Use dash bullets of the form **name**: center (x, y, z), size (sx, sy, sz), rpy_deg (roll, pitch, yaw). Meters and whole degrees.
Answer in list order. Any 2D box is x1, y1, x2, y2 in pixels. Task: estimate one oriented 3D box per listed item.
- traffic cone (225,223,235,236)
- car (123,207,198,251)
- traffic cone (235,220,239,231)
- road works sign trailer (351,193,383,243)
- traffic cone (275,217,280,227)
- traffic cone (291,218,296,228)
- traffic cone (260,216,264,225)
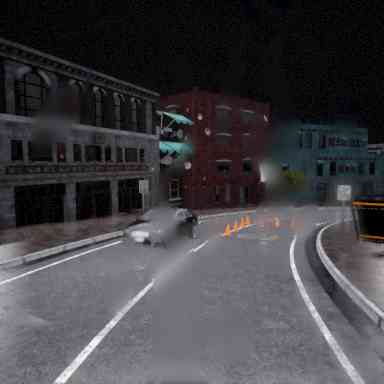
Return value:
- **traffic cone**: center (1.845, 1.904, 16.996), size (0.340, 0.580, 0.340), rpy_deg (2, 0, 19)
- **car**: center (-1.127, 1.402, 14.044), size (2.128, 1.511, 4.902), rpy_deg (1, 1, 18)
- **traffic cone**: center (2.495, 1.903, 18.887), size (0.340, 0.580, 0.340), rpy_deg (2, 1, 19)
- **road works sign trailer**: center (7.117, 1.155, 10.558), size (3.560, 2.380, 2.880), rpy_deg (2, 45, 37)
- **traffic cone**: center (5.674, 1.971, 22.019), size (0.340, 0.580, 0.340), rpy_deg (2, 1, 18)
- **traffic cone**: center (6.620, 2.010, 21.699), size (0.340, 0.580, 0.340), rpy_deg (2, 1, 19)
- **traffic cone**: center (4.734, 1.933, 22.340), size (0.340, 0.580, 0.340), rpy_deg (2, 1, 19)
